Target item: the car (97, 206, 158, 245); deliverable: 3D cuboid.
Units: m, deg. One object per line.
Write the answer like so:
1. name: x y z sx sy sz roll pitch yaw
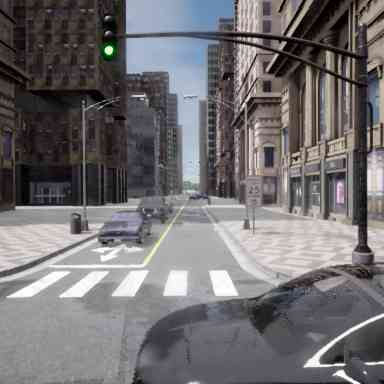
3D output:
1. car: -3.107 1.643 16.501 2.033 1.411 5.357 0 0 0

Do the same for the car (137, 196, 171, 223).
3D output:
1. car: -3.105 1.348 26.720 2.150 2.045 5.566 0 0 -1

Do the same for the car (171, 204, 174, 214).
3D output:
1. car: -3.087 1.684 37.051 1.812 1.442 4.674 0 0 0

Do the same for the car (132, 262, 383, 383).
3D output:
1. car: 1.868 1.531 3.259 4.892 1.490 1.837 0 1 0
